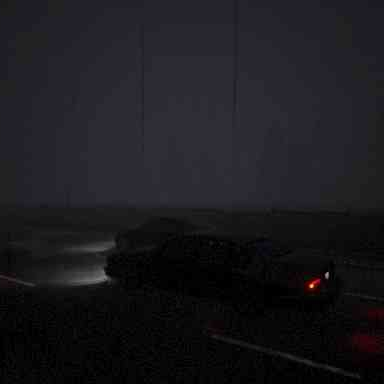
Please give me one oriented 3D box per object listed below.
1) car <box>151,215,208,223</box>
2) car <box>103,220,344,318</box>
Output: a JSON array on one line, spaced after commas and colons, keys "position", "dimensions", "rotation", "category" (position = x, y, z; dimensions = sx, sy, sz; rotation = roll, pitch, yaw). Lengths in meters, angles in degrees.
[{"position": [-0.886, 1.602, 12.686], "dimensions": [4.674, 1.442, 1.812], "rotation": [-1, 0, 35], "category": "car"}, {"position": [0.405, 1.584, 7.475], "dimensions": [5.357, 1.411, 2.033], "rotation": [-1, 0, 35], "category": "car"}]
